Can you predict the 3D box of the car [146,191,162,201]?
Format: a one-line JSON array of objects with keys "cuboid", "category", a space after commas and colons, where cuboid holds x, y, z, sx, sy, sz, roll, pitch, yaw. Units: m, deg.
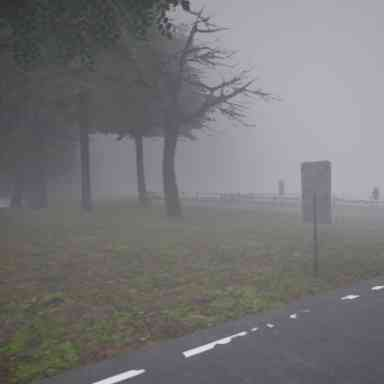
[{"cuboid": [-6.735, 0.554, 53.570, 2.097, 1.767, 4.553, -1, 2, -35], "category": "car"}]
